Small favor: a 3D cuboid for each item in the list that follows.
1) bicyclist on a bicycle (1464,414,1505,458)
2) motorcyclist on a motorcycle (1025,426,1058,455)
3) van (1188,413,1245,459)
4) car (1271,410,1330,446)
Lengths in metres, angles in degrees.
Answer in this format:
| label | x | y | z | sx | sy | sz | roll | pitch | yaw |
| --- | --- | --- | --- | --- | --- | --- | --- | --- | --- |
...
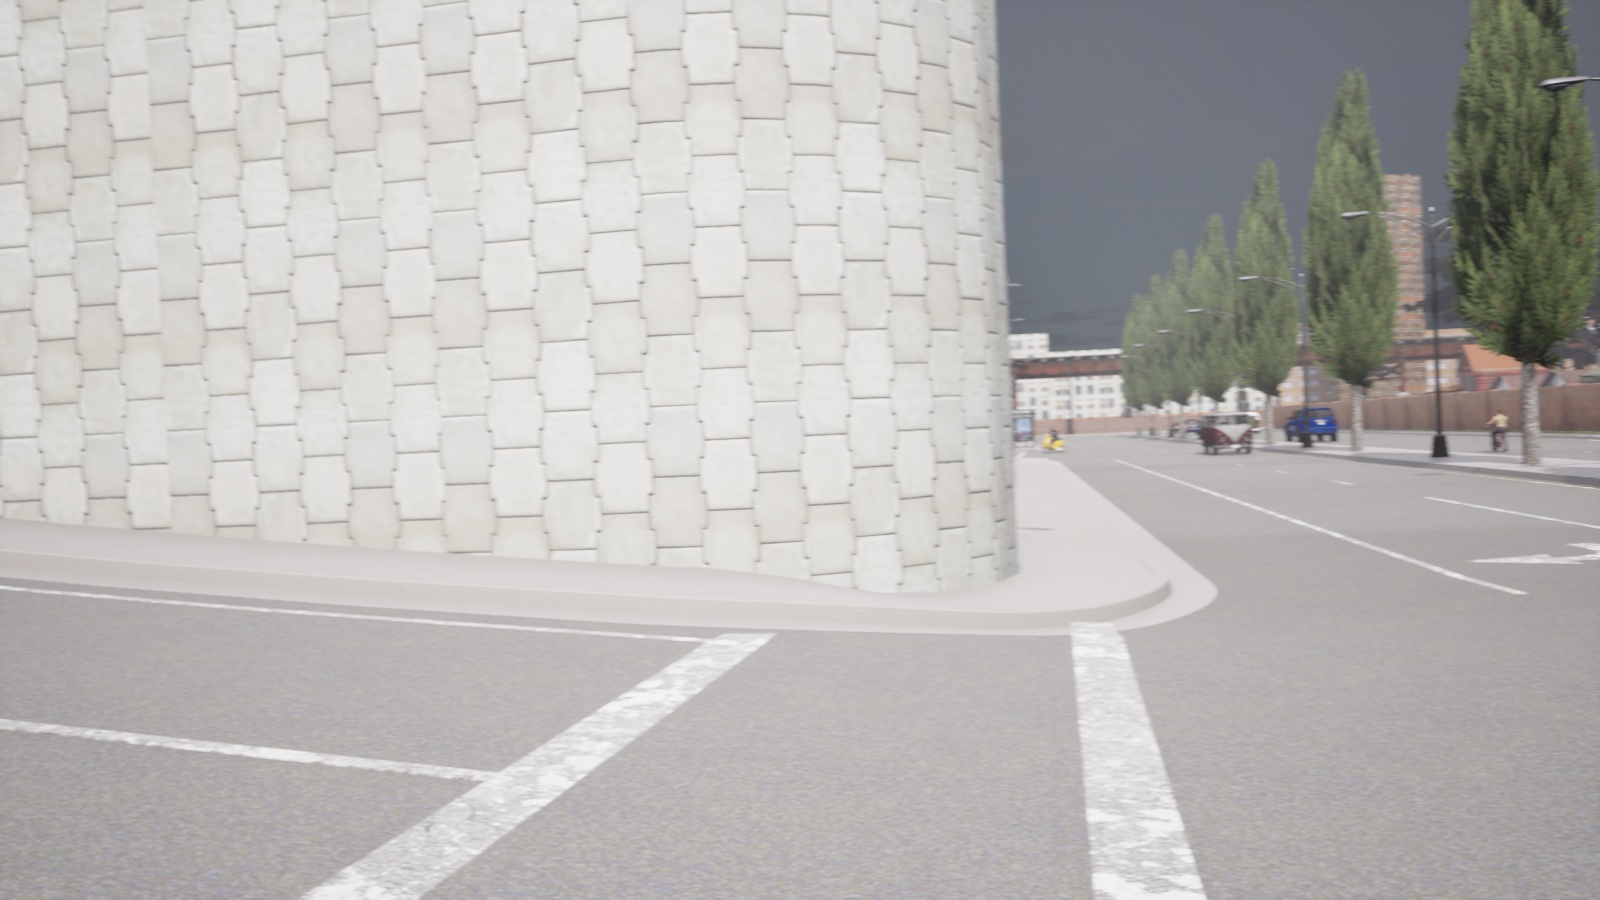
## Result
| label | x | y | z | sx | sy | sz | roll | pitch | yaw |
| --- | --- | --- | --- | --- | --- | --- | --- | --- | --- |
| bicyclist on a bicycle | 25.623 | -0.525 | 47.030 | 0.866 | 1.612 | 1.509 | -2 | 1 | 9 |
| motorcyclist on a motorcycle | 14.408 | -0.567 | 74.889 | 1.817 | 1.590 | 0.866 | -2 | -1 | -34 |
| van | 19.394 | -0.673 | 58.622 | 1.775 | 1.987 | 4.442 | -2 | 1 | 9 |
| car | 30.395 | -1.321 | 76.472 | 2.150 | 2.045 | 5.566 | -2 | 1 | 9 |
